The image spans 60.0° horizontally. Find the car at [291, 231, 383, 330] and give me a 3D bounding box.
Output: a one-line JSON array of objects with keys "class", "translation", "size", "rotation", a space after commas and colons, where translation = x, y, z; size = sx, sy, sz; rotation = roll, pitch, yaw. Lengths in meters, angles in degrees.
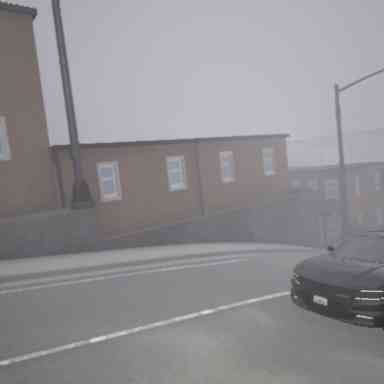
[{"class": "car", "translation": [4.164, 1.586, 7.006], "size": [5.008, 1.535, 1.882], "rotation": [2, -1, -36]}]
